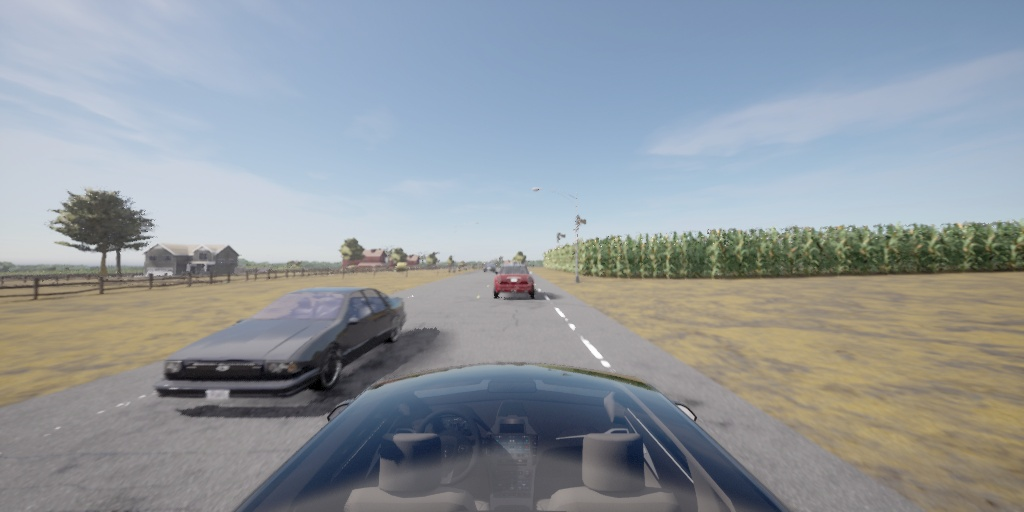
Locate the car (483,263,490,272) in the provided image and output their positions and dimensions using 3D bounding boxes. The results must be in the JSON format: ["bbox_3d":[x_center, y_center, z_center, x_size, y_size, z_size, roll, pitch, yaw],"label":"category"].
[{"bbox_3d":[-3.508,1.805,56.712,2.128,1.511,4.902,0,-1,0],"label":"car"}]

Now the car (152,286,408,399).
[{"bbox_3d":[-3.600,1.327,7.050,2.033,1.411,5.357,0,0,0],"label":"car"}]

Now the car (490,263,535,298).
[{"bbox_3d":[0.101,1.230,19.687,2.097,1.767,4.553,0,-1,0],"label":"car"}]
